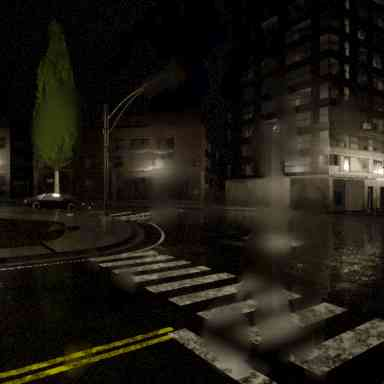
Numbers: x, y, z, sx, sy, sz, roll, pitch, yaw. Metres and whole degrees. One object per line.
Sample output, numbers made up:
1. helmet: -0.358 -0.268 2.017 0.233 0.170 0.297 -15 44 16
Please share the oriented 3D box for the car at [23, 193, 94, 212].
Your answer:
1. car: -10.534 0.786 26.305 5.357 1.411 2.033 1 0 11
